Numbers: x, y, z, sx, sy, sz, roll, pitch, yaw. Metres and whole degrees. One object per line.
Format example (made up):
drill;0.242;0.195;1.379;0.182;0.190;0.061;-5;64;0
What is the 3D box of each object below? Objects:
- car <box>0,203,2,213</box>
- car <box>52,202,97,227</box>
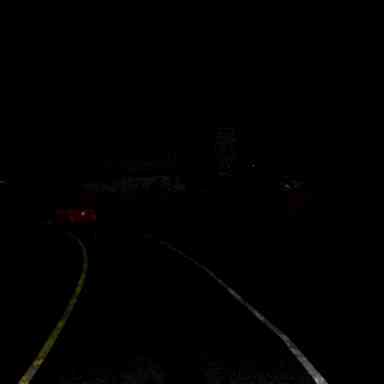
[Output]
car;-22.918;1.542;35.701;5.566;2.045;2.150;-1;-1;27
car;-8.493;1.474;23.848;2.097;1.767;4.553;0;-1;-36
